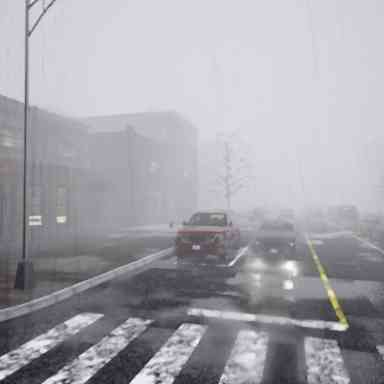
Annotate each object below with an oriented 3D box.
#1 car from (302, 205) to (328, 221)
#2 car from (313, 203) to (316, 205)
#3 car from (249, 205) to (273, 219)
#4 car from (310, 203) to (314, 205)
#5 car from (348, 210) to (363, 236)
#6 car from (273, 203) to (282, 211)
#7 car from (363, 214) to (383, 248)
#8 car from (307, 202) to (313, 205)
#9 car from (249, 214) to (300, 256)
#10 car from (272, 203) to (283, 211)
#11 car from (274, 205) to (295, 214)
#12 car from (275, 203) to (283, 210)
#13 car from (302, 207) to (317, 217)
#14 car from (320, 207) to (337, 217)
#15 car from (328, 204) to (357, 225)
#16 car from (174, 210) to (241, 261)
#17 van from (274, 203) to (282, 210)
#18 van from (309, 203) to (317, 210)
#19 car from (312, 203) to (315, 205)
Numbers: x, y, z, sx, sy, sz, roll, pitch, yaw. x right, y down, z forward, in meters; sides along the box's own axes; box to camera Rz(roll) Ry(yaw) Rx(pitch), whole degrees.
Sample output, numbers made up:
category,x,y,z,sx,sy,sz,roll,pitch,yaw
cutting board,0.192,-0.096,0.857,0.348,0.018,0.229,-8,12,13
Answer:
category,x,y,z,sx,sy,sz,roll,pitch,yaw
car,14.271,2.566,38.893,2.128,1.511,4.902,0,-2,17
car,23.271,3.177,59.659,1.887,1.381,4.507,-1,-2,17
car,7.263,2.408,35.511,1.967,1.590,4.097,-1,-2,17
car,26.464,3.496,70.282,1.802,1.307,4.206,-1,-2,17
car,12.146,2.175,22.639,1.752,1.417,4.829,-1,-2,17
car,16.841,3.364,67.380,2.008,1.369,4.403,-1,-2,17
car,10.501,1.945,17.167,1.967,1.590,4.097,-1,-2,17
car,29.656,3.778,80.906,1.802,1.307,4.206,-1,-2,17
car,3.974,1.992,15.554,2.033,1.411,5.357,0,-2,17
car,20.031,3.409,78.010,2.192,1.841,5.009,-1,-2,17
car,11.585,2.660,40.683,2.033,1.411,5.357,0,-2,17
car,23.224,3.816,88.631,1.967,1.590,4.097,-1,-2,17
car,17.294,2.946,49.098,1.895,1.301,4.718,0,-2,17
car,20.079,2.933,49.034,1.802,1.307,4.206,-1,-2,17
car,15.288,2.243,33.106,2.192,1.841,5.009,-1,-2,17
car,0.878,1.718,14.267,2.192,1.841,5.009,-1,-2,17
van,21.627,3.576,83.322,1.690,1.788,3.998,-1,-2,17
van,31.250,3.677,86.225,1.690,1.788,3.998,-1,-2,17
car,24.867,3.355,64.970,1.802,1.307,4.206,-1,-2,17
